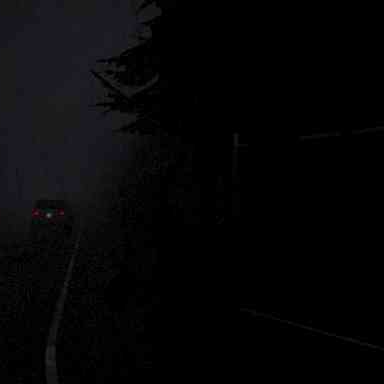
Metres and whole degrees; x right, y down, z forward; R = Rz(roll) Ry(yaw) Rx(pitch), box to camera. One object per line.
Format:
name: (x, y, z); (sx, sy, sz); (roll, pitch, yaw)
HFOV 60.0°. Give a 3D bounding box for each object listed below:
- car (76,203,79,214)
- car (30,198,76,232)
car: (-14.871, 1.936, 40.760); (1.812, 1.442, 4.674); (1, -1, -17)
car: (-8.997, 1.426, 21.674); (2.150, 2.045, 5.566); (1, -1, -17)
